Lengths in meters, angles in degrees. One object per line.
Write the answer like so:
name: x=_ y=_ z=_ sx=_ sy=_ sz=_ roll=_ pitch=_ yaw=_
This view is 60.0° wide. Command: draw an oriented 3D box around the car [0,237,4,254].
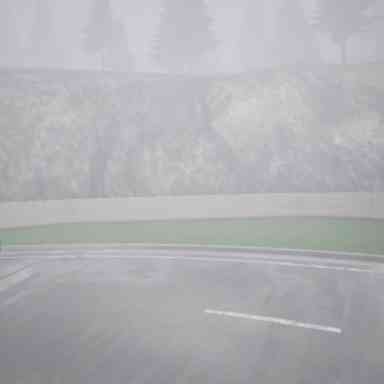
car: x=-7.303 y=1.353 z=7.997 sx=4.902 sy=1.511 sz=2.128 roll=-2 pitch=2 yaw=-5
